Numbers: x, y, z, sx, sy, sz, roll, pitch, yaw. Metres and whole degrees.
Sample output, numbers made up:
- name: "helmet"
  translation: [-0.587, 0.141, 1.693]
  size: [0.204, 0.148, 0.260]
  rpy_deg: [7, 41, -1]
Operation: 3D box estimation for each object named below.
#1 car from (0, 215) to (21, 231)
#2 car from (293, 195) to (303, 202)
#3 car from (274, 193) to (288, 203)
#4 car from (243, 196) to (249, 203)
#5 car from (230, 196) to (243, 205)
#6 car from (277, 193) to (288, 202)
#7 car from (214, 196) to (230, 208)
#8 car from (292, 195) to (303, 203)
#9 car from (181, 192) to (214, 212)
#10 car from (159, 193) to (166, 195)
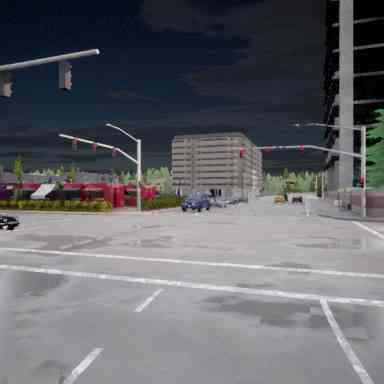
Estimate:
- name: "car"
  translation: [-12.392, 1.656, 19.605]
  size: [4.718, 1.301, 1.895]
  rpy_deg: [0, 0, 26]
- name: "car"
  translation: [24.708, 1.525, 77.343]
  size: [2.128, 1.511, 4.902]
  rpy_deg: [0, 0, 19]
- name: "car"
  translation: [18.205, 1.478, 69.000]
  size: [1.882, 1.535, 5.008]
  rpy_deg: [0, 0, 19]
- name: "car"
  translation: [10.314, 1.547, 67.656]
  size: [2.033, 1.411, 5.357]
  rpy_deg: [0, 0, 19]
- name: "car"
  translation: [6.844, 1.491, 57.666]
  size: [2.128, 1.511, 4.902]
  rpy_deg: [0, 0, 19]
- name: "car"
  translation: [21.513, 1.225, 78.819]
  size: [2.150, 2.045, 5.566]
  rpy_deg: [0, 0, 19]
- name: "car"
  translation: [3.724, 1.601, 48.548]
  size: [1.895, 1.301, 4.718]
  rpy_deg: [0, 0, 19]
- name: "car"
  translation: [21.419, 1.478, 67.598]
  size: [1.882, 1.535, 5.008]
  rpy_deg: [0, 0, 19]
- name: "car"
  translation: [0.580, 1.221, 39.305]
  size: [2.150, 2.045, 5.566]
  rpy_deg: [0, 0, 19]
- name: "car"
  translation: [-8.000, 1.209, 81.429]
  size: [4.605, 1.855, 1.932]
  rpy_deg: [0, 0, 19]
